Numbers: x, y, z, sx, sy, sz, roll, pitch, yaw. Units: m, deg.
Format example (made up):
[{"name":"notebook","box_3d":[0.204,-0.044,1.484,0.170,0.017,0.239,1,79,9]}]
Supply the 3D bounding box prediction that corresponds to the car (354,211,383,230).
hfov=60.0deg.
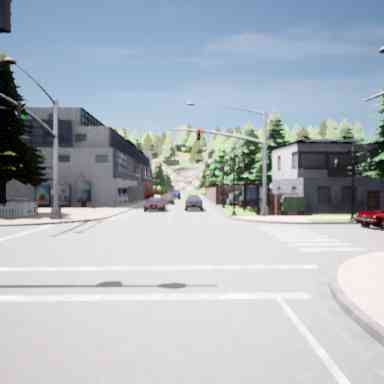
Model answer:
[{"name":"car","box_3d":[11.485,1.368,18.128,4.718,1.301,1.895,0,1,-6]}]

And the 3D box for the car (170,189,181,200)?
[{"name":"car","box_3d":[-3.328,0.440,65.122,2.150,2.045,5.566,0,1,0]}]

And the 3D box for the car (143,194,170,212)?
[{"name":"car","box_3d":[-3.509,1.181,32.433,1.994,1.385,4.181,0,1,0]}]

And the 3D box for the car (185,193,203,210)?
[{"name":"car","box_3d":[0.195,1.131,35.299,2.033,1.411,5.357,0,1,0]}]

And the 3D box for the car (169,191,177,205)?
[{"name":"car","box_3d":[-3.461,0.977,46.552,1.812,1.442,4.674,0,1,0]}]

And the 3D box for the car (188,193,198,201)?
[{"name":"car","box_3d":[0.172,0.880,61.199,1.895,1.301,4.718,0,1,0]}]
